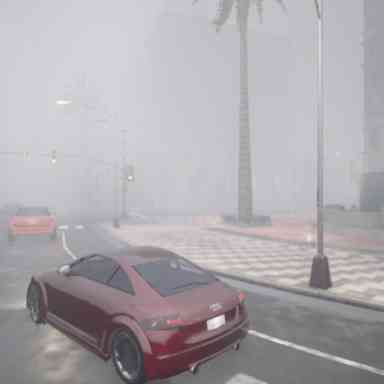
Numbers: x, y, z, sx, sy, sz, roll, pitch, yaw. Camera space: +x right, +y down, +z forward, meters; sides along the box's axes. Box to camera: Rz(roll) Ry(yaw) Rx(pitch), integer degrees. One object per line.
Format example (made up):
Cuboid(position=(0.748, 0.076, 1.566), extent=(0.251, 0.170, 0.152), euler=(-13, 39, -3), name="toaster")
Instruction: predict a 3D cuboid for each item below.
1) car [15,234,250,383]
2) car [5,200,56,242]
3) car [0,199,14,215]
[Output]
Cuboid(position=(-1.131, 1.614, 5.573), extent=(4.181, 1.385, 1.994), euler=(0, -1, 44), name="car")
Cuboid(position=(-8.383, 1.486, 17.675), extent=(2.097, 1.767, 4.553), euler=(0, -1, -24), name="car")
Cuboid(position=(-20.585, 1.841, 38.292), extent=(1.994, 1.385, 4.181), euler=(0, -1, -22), name="car")
